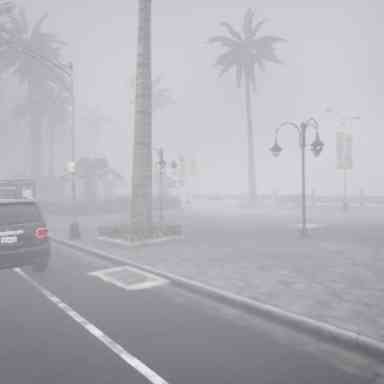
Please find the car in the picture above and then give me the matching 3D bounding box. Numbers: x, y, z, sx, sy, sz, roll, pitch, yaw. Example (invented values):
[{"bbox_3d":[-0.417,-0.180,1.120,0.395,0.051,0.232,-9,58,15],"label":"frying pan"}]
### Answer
[{"bbox_3d":[-5.888,1.193,9.710,2.150,2.045,5.566,-2,1,-39],"label":"car"}]
